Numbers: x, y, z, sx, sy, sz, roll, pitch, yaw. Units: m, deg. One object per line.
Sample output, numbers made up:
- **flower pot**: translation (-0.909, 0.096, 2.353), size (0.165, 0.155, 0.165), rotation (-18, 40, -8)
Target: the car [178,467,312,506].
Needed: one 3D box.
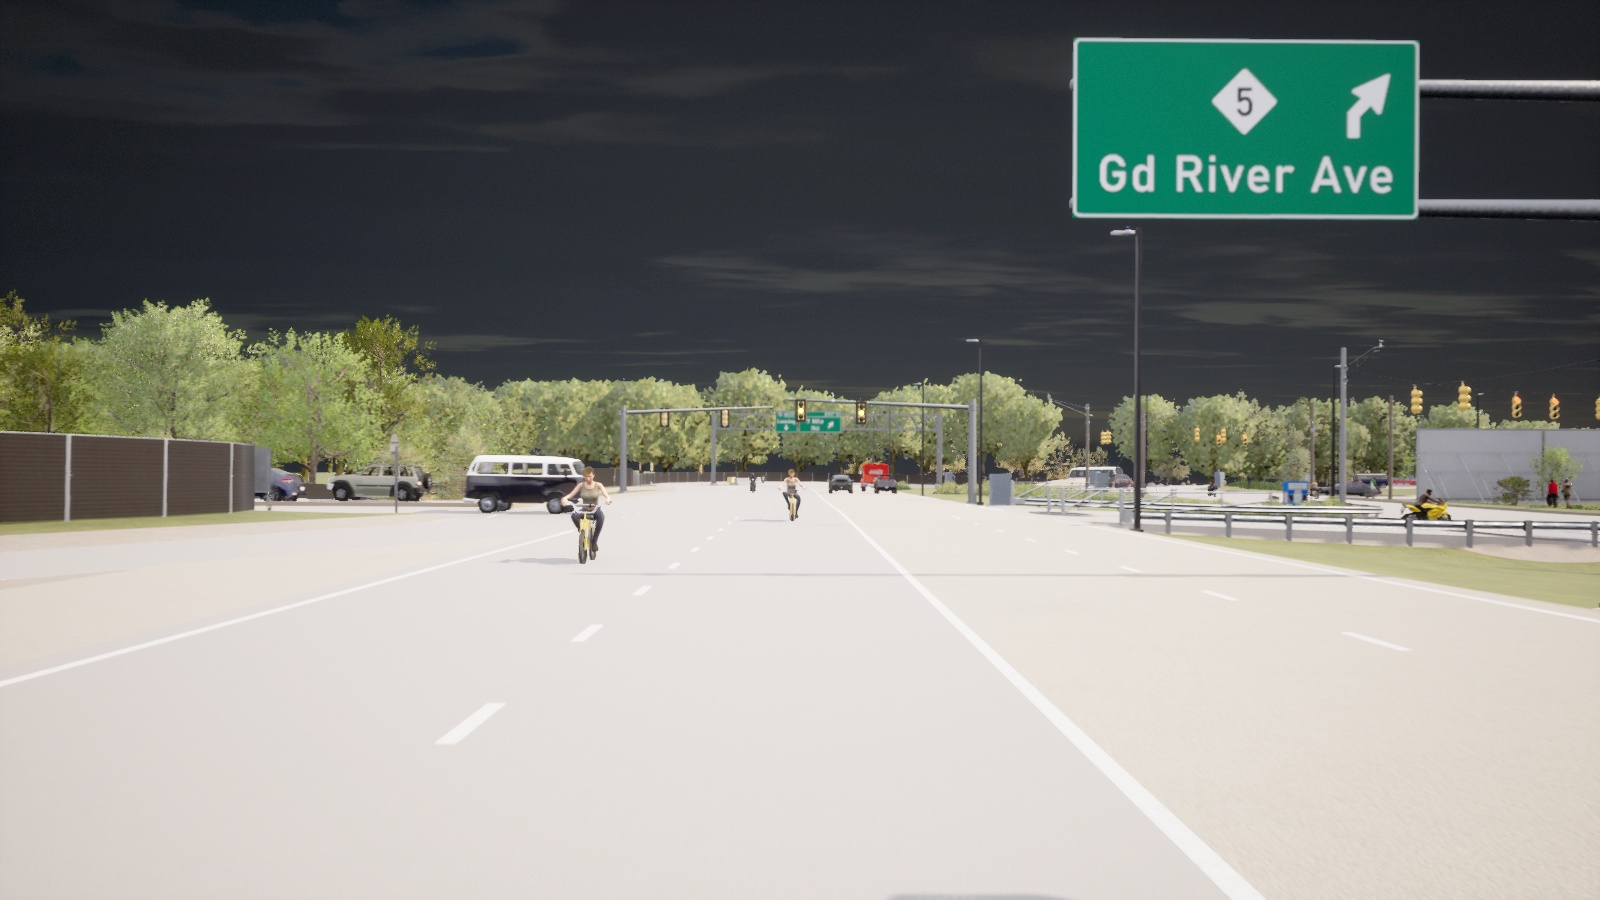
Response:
- **car**: translation (-24.759, 1.616, 56.121), size (5.027, 1.651, 2.152), rotation (0, 0, 1)

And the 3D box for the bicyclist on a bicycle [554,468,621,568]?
- **bicyclist on a bicycle**: translation (-3.551, 1.111, 21.071), size (0.866, 1.612, 1.509), rotation (0, -1, 0)

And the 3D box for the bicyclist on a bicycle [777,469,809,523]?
- **bicyclist on a bicycle**: translation (-0.217, 1.387, 38.386), size (0.866, 1.612, 1.509), rotation (-1, -1, -3)

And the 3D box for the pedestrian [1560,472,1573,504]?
- **pedestrian**: translation (47.622, 2.356, 78.024), size (0.396, 1.930, 0.692), rotation (0, 0, -1)

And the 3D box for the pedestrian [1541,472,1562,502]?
- **pedestrian**: translation (46.358, 2.275, 77.482), size (0.634, 1.844, 0.899), rotation (0, 0, -11)

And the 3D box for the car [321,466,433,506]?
- **car**: translation (-20.027, 1.685, 59.578), size (4.605, 1.855, 1.932), rotation (0, -1, 0)

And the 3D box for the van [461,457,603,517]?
- **van**: translation (-9.469, 1.296, 44.587), size (4.480, 2.038, 2.069), rotation (0, -1, 6)

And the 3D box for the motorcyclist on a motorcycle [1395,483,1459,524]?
- **motorcyclist on a motorcycle**: translation (24.273, 2.069, 48.639), size (2.044, 1.523, 0.797), rotation (-2, 0, -3)
